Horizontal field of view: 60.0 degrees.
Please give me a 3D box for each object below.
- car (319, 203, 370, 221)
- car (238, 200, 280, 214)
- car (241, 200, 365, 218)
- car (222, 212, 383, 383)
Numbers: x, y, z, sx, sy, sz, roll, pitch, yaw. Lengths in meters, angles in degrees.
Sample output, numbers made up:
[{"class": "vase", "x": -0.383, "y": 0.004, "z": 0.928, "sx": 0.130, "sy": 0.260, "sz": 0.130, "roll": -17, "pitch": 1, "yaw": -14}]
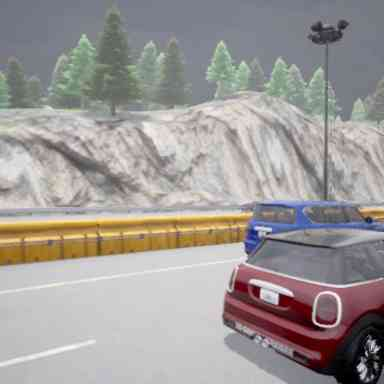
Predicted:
[{"class": "car", "x": 13.700, "y": 1.719, "z": 29.808, "sx": 4.892, "sy": 1.490, "sz": 1.837, "roll": 1, "pitch": 0, "yaw": -34}, {"class": "car", "x": 7.797, "y": 1.676, "z": 38.494, "sx": 4.892, "sy": 1.490, "sz": 1.837, "roll": 1, "pitch": 0, "yaw": -34}, {"class": "car", "x": 4.188, "y": 1.287, "z": 10.714, "sx": 5.566, "sy": 2.045, "sz": 2.150, "roll": 0, "pitch": 0, "yaw": -34}, {"class": "car", "x": 2.749, "y": 1.389, "z": 5.503, "sx": 4.553, "sy": 1.767, "sz": 2.097, "roll": 1, "pitch": 0, "yaw": -35}]
